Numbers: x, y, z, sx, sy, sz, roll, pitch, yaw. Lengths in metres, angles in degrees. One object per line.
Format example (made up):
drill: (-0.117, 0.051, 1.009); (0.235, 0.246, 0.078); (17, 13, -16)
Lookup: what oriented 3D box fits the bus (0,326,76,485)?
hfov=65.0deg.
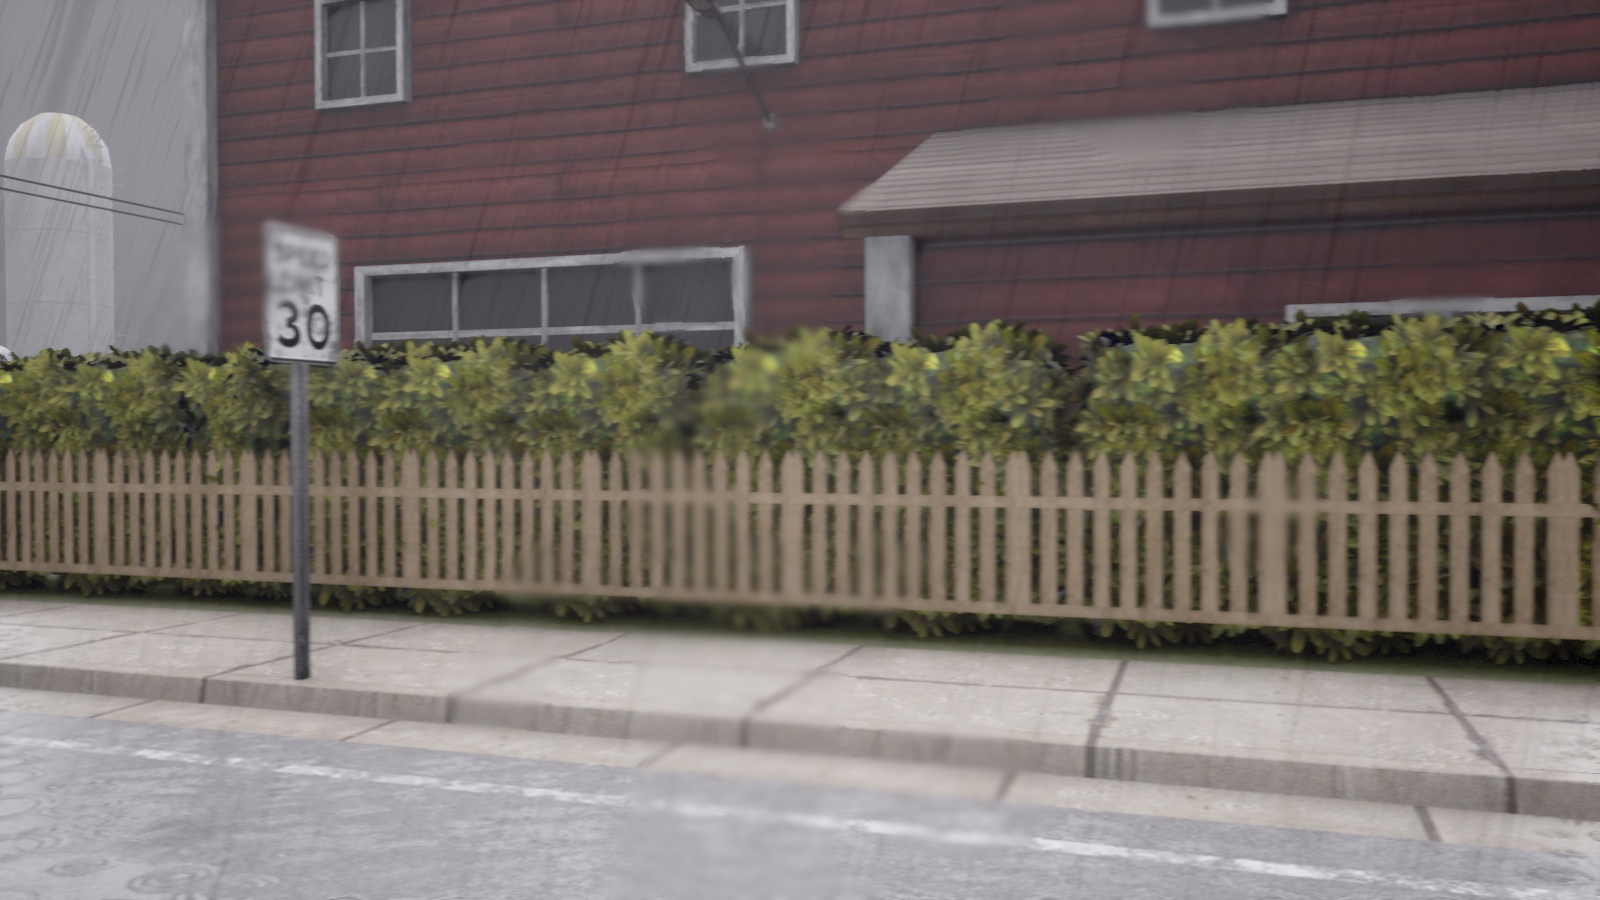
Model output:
bus: (-24.189, -1.181, 31.636); (3.944, 4.253, 10.273); (1, 1, 18)
